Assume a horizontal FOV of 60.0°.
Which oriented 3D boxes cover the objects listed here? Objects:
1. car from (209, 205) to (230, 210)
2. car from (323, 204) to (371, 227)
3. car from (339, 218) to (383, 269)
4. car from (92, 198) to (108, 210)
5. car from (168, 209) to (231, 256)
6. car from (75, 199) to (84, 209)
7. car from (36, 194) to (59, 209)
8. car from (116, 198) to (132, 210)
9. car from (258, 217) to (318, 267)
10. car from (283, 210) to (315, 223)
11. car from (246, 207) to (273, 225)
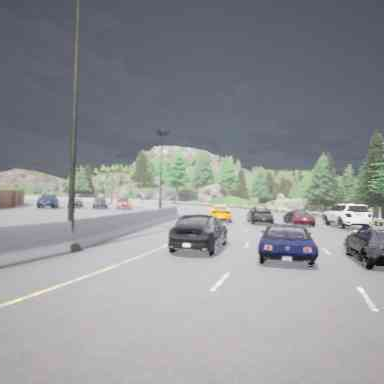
[{"bbox_3d":[2.598,1.992,31.438,1.882,1.535,5.008,2,0,2],"label":"car"},{"bbox_3d":[12.982,2.000,28.103,2.150,2.045,5.566,2,-1,3],"label":"car"},{"bbox_3d":[7.063,1.948,12.361,1.994,1.385,4.181,2,-1,14],"label":"car"},{"bbox_3d":[-13.566,1.632,49.199,2.097,1.767,4.553,2,-1,-15],"label":"car"},{"bbox_3d":[0.380,1.719,14.420,1.837,1.490,4.892,2,0,14],"label":"car"},{"bbox_3d":[-17.403,1.744,50.116,1.994,1.385,4.181,2,-1,-16],"label":"car"},{"bbox_3d":[-19.971,1.274,46.305,2.150,2.045,5.566,2,-1,-14],"label":"car"},{"bbox_3d":[-10.374,1.749,50.763,2.097,1.767,4.553,2,-1,-15],"label":"car"},{"bbox_3d":[3.577,1.886,12.776,1.895,1.301,4.718,2,-1,14],"label":"car"},{"bbox_3d":[9.524,2.263,29.831,1.994,1.385,4.181,2,-1,2],"label":"car"},{"bbox_3d":[6.041,2.088,29.915,2.128,1.511,4.902,2,-1,2],"label":"car"}]
